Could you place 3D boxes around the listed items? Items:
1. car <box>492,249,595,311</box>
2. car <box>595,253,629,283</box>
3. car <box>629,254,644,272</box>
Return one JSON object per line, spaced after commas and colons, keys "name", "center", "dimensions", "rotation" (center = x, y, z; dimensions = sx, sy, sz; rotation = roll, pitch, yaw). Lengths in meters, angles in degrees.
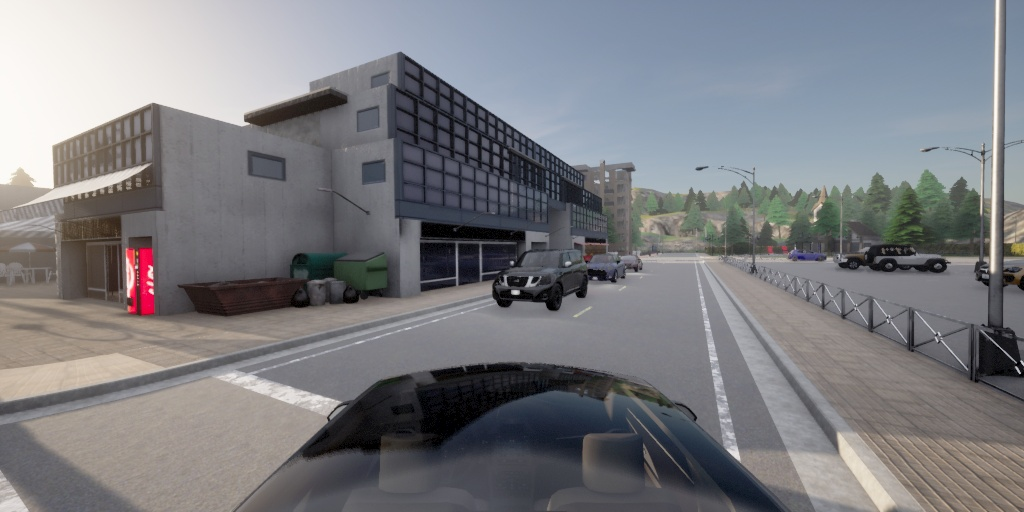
{"name": "car", "center": [1.350, 0.743, 13.816], "dimensions": [2.150, 2.045, 5.566], "rotation": [0, 1, 27]}
{"name": "car", "center": [5.776, 0.651, 22.600], "dimensions": [2.097, 1.767, 4.553], "rotation": [0, 1, 27]}
{"name": "car", "center": [10.385, 0.594, 31.736], "dimensions": [1.812, 1.442, 4.674], "rotation": [0, 1, 27]}
